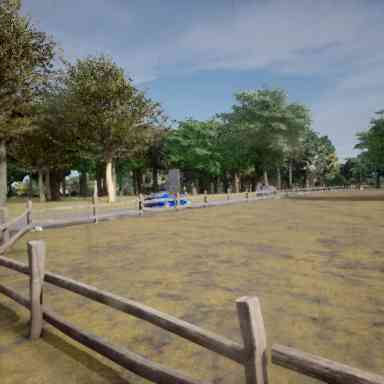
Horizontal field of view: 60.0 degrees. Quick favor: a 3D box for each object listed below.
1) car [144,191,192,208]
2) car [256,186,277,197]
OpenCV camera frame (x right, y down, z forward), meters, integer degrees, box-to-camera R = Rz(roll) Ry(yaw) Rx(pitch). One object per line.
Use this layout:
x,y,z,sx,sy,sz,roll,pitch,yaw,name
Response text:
-1.938,0.649,28.716,1.882,1.535,5.008,-3,0,35,car
12.287,-0.221,54.776,2.097,1.767,4.553,-3,0,35,car
